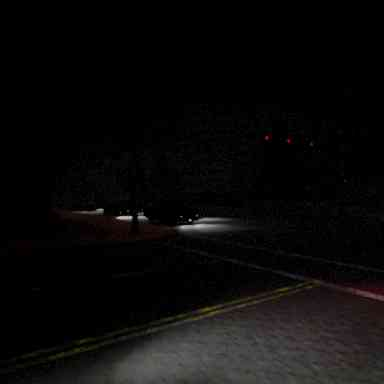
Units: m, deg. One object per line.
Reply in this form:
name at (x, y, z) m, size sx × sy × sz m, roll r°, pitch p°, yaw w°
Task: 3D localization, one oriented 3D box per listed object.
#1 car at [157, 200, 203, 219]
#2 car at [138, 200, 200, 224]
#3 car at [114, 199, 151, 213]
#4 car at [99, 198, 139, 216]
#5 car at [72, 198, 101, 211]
car at (-1.212, 1.514, 30.298) m, size 1.837 × 1.490 × 4.892 m, roll 0°, pitch 0°, yaw -36°
car at (-1.691, 1.554, 24.986) m, size 2.033 × 1.411 × 5.357 m, roll 0°, pitch 0°, yaw -36°
car at (-6.946, 1.556, 38.266) m, size 2.033 × 1.411 × 5.357 m, roll 0°, pitch 0°, yaw -36°
car at (-7.095, 1.571, 32.479) m, size 1.994 × 1.385 × 4.181 m, roll 0°, pitch 0°, yaw -36°
car at (-13.386, 1.484, 41.237) m, size 1.882 × 1.535 × 5.008 m, roll 0°, pitch 0°, yaw -36°
